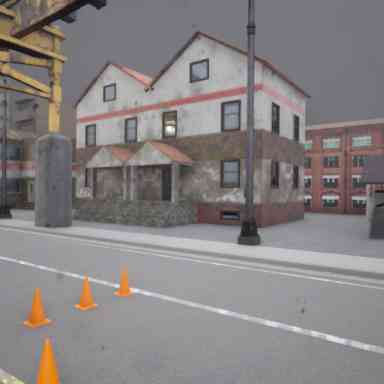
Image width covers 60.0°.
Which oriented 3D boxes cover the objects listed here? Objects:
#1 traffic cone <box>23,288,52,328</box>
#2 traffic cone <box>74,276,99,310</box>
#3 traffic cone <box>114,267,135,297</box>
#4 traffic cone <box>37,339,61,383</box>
[{"bbox_3d":[-2.655,1.948,5.703,0.340,0.580,0.340,0,0,36],"label":"traffic cone"},{"bbox_3d":[-2.071,1.948,6.515,0.340,0.580,0.340,0,0,36],"label":"traffic cone"},{"bbox_3d":[-1.486,1.948,7.326,0.340,0.580,0.340,0,0,36],"label":"traffic cone"},{"bbox_3d":[-1.617,1.951,3.723,0.340,0.580,0.340,0,0,36],"label":"traffic cone"}]
